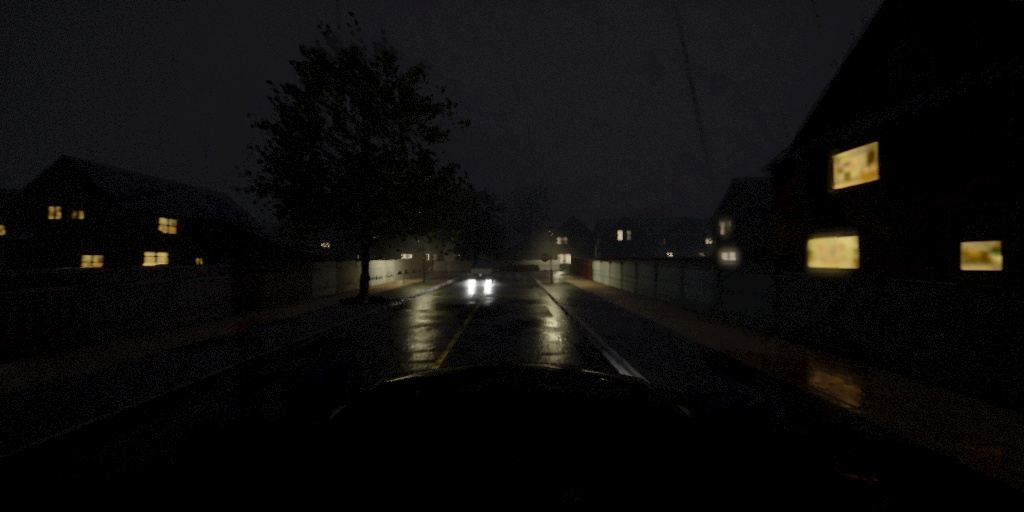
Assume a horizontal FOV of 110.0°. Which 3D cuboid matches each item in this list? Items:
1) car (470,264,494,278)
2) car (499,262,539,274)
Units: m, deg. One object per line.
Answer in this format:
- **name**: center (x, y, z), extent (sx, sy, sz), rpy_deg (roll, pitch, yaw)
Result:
- **car**: center (-2.762, 1.375, 33.665), extent (1.895, 1.301, 4.718), rpy_deg (0, 0, 0)
- **car**: center (0.839, 1.389, 42.033), extent (4.718, 1.301, 1.895), rpy_deg (-1, 0, 0)
